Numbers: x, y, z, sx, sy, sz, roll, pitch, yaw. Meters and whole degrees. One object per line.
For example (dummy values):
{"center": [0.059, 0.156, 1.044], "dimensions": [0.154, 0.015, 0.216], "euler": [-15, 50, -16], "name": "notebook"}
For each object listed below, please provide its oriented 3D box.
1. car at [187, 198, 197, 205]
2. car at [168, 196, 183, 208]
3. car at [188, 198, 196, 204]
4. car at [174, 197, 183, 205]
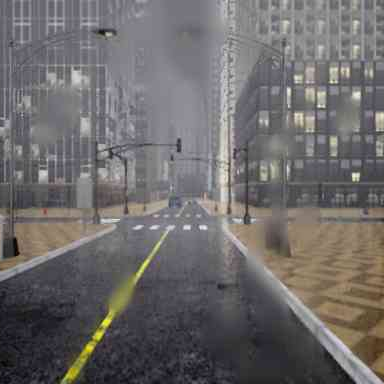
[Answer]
{"center": [-0.003, 2.154, 73.078], "dimensions": [2.128, 1.511, 4.902], "euler": [0, -1, 0], "name": "car"}
{"center": [-3.040, 1.725, 59.460], "dimensions": [2.150, 2.045, 5.566], "euler": [0, 0, 1], "name": "car"}
{"center": [-0.004, 2.256, 83.495], "dimensions": [2.033, 1.411, 5.357], "euler": [0, -1, 0], "name": "car"}
{"center": [-3.003, 2.028, 75.719], "dimensions": [1.882, 1.535, 5.008], "euler": [0, -1, 0], "name": "car"}
